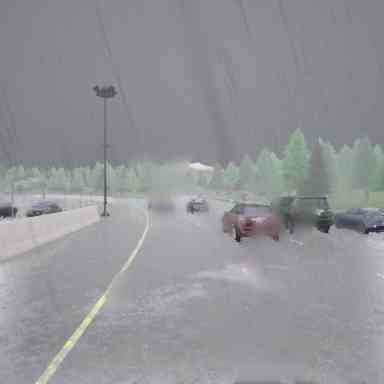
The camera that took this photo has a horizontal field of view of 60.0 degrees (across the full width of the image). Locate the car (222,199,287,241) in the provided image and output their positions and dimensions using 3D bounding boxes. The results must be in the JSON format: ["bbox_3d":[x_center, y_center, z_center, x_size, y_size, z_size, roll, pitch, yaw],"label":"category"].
[{"bbox_3d":[2.822,1.352,16.784,2.097,1.767,4.553,0,0,-4],"label":"car"}]

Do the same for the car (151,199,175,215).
[{"bbox_3d":[-2.935,1.477,34.558,1.882,1.535,5.008,0,0,-10],"label":"car"}]

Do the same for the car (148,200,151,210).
[{"bbox_3d":[-4.719,1.601,43.792,1.895,1.301,4.718,0,0,-13],"label":"car"}]

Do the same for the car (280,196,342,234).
[{"bbox_3d":[6.130,1.220,19.550,2.150,2.045,5.566,0,0,-5],"label":"car"}]

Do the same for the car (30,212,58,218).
[{"bbox_3d":[-12.803,1.564,28.902,1.994,1.385,4.181,0,0,-8],"label":"car"}]

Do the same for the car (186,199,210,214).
[{"bbox_3d":[0.554,1.490,34.916,2.128,1.511,4.902,0,0,-9],"label":"car"}]

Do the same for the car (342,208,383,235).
[{"bbox_3d":[9.675,1.564,18.848,1.994,1.385,4.181,0,0,-5],"label":"car"}]
